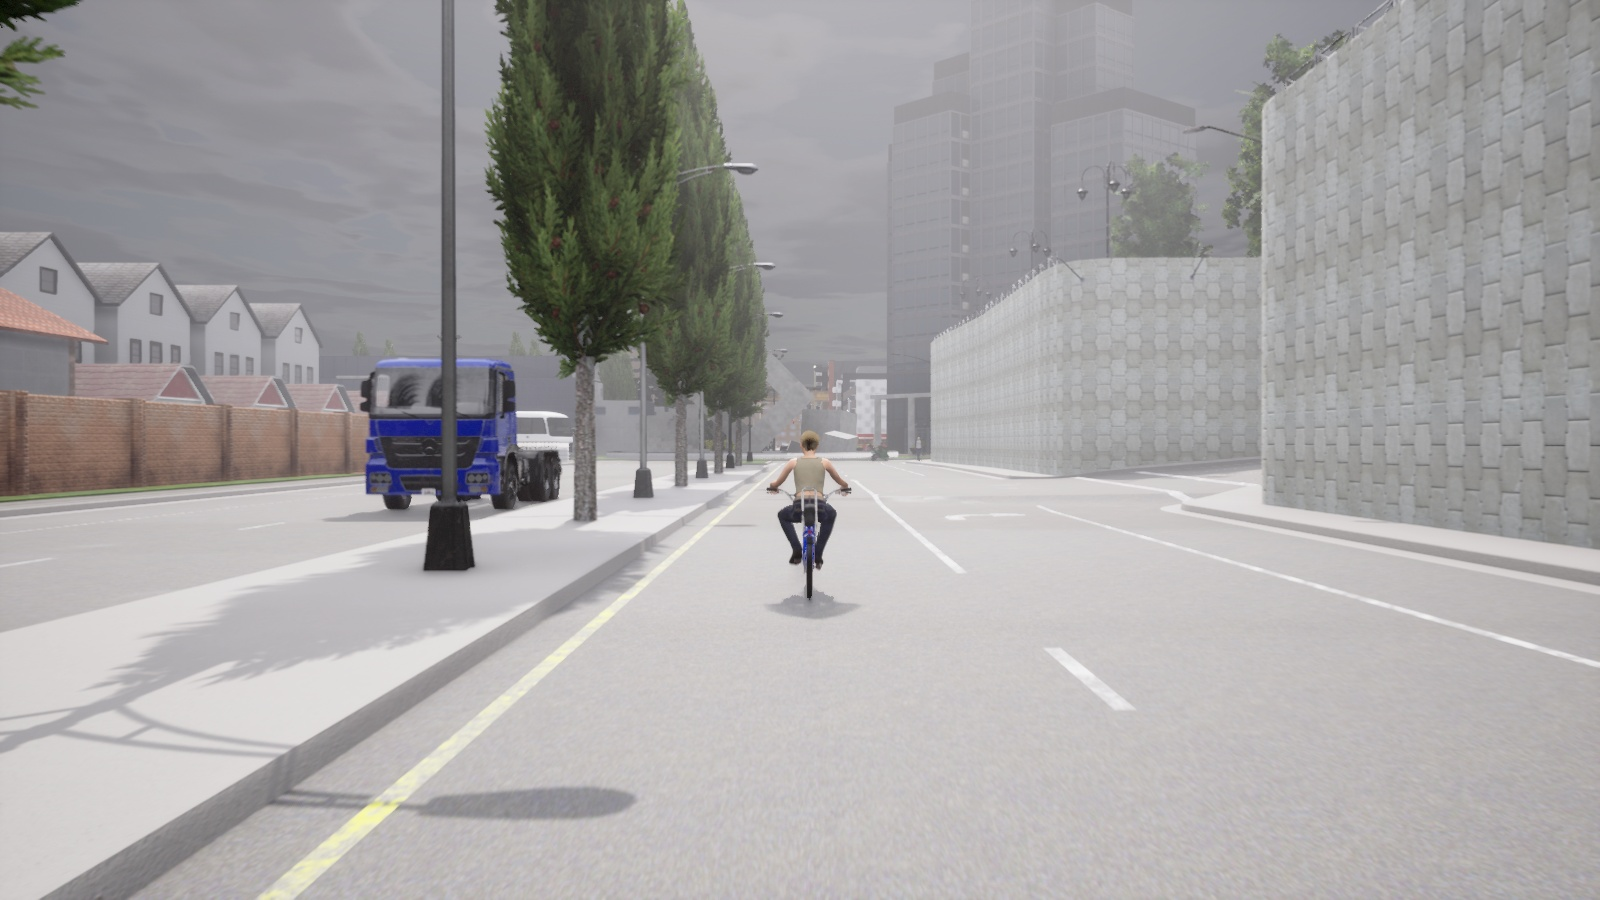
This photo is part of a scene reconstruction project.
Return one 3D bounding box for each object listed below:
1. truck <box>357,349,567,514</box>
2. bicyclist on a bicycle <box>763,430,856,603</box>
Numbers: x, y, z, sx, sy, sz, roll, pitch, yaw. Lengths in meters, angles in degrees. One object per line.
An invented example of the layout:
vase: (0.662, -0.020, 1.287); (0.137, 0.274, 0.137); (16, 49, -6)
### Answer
truck: (-7.812, -0.412, 30.296); (2.891, 3.462, 7.936); (0, 0, 0)
bicyclist on a bicycle: (0.091, 0.613, 12.436); (0.866, 1.612, 1.509); (0, 0, 0)
